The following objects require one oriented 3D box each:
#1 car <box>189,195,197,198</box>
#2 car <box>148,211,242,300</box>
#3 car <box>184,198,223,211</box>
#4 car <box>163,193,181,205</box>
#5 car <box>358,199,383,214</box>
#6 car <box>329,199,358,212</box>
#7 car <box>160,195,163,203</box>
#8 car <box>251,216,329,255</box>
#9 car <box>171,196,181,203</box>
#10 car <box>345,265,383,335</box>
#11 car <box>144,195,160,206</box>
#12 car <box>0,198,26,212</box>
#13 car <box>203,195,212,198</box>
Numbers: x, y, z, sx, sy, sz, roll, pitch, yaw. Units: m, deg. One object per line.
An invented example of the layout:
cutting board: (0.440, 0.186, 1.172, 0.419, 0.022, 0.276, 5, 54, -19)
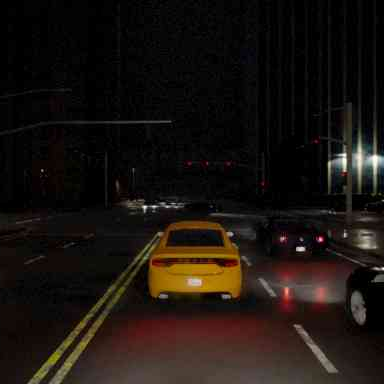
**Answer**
car: (0.225, 1.367, 80.170, 1.994, 1.385, 4.181, 0, 0, 0)
car: (0.078, 1.478, 8.475, 1.882, 1.535, 5.008, 0, 0, 1)
car: (1.226, 1.601, 36.581, 1.895, 1.301, 4.718, 0, 0, -39)
car: (-3.406, 1.221, 59.071, 2.150, 2.045, 5.566, 0, 0, 0)
car: (20.946, 1.491, 35.450, 4.902, 1.511, 2.128, 0, 0, -1)
car: (19.031, 1.547, 38.933, 5.357, 1.411, 2.033, 0, 0, 0)
car: (-6.804, 1.355, 69.652, 2.097, 1.767, 4.553, 0, 0, 0)
car: (3.618, 1.601, 13.234, 1.895, 1.301, 4.718, 0, 0, 0)
car: (-3.303, 1.552, 70.276, 1.994, 1.385, 4.181, 0, 0, 0)
car: (3.611, 1.505, 3.963, 1.837, 1.490, 4.892, 0, 0, 0)
car: (-6.929, 1.503, 56.124, 1.837, 1.490, 4.892, 0, 0, 0)
car: (-21.846, 1.491, 38.572, 4.902, 1.511, 2.128, 0, 0, 0)
car: (3.724, 1.429, 79.621, 1.837, 1.490, 4.892, 0, 0, 0)
